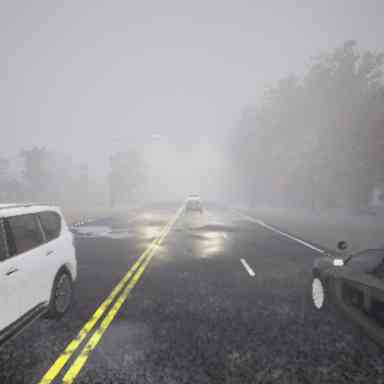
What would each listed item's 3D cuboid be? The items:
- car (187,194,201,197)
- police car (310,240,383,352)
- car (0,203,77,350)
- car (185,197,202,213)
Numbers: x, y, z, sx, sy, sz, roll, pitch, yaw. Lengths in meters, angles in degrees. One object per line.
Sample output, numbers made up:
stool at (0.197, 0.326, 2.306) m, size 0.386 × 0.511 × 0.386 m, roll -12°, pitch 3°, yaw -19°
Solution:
car at (0.305, 1.264, 54.032) m, size 2.150 × 2.045 × 5.566 m, roll 0°, pitch 0°, yaw 0°
police car at (3.277, 1.398, 4.769) m, size 1.930 × 1.638 × 5.238 m, roll 1°, pitch -1°, yaw 0°
car at (-3.336, 1.225, 4.369) m, size 2.150 × 2.045 × 5.566 m, roll 0°, pitch 0°, yaw 0°
car at (0.181, 1.574, 36.629) m, size 2.033 × 1.411 × 5.357 m, roll 0°, pitch 0°, yaw 0°
